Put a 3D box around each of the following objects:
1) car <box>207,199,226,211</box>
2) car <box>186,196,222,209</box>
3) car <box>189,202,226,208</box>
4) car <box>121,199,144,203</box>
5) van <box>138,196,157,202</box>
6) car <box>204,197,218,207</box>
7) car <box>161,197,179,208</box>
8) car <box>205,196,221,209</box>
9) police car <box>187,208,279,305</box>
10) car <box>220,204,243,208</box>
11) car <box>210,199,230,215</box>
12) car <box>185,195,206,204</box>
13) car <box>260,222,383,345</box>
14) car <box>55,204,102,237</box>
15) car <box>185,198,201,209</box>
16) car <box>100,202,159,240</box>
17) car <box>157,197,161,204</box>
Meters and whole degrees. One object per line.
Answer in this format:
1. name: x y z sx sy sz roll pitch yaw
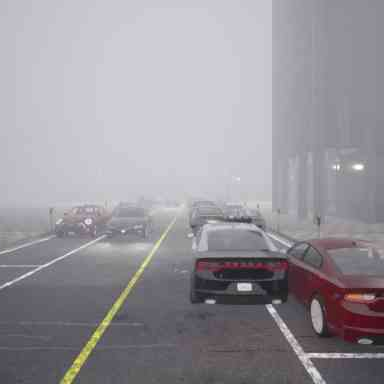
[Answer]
1. car: 2.883 1.530 40.293 2.008 1.369 4.403 0 0 0
2. car: 0.821 1.344 24.161 2.097 1.767 4.553 0 0 0
3. car: 0.891 1.501 18.190 1.837 1.490 4.892 0 0 0
4. car: -5.677 1.555 29.037 1.947 1.339 4.313 0 0 0
5. van: -5.643 1.321 40.318 1.690 1.788 3.998 0 0 0
6. car: 2.918 1.519 51.575 2.008 1.369 4.403 0 0 0
7. car: -2.852 1.462 48.612 2.128 1.511 4.902 0 0 0
8. car: 2.900 1.414 45.934 1.967 1.590 4.097 0 0 0
9. police car: 0.911 1.426 8.300 1.930 1.638 5.238 0 0 0
10. car: 2.813 1.546 17.730 2.008 1.369 4.403 0 0 0
11. car: 2.866 1.510 34.822 1.752 1.417 4.829 0 0 0
12. car: 0.762 1.442 64.739 1.882 1.535 5.008 0 0 32
13. car: 2.778 1.544 6.449 1.887 1.381 4.507 0 0 0
14. car: -5.713 1.435 17.754 1.967 1.590 4.097 0 0 0
15. car: 0.169 1.521 45.849 2.033 1.411 5.357 0 0 1
16. car: -3.049 1.500 17.234 1.837 1.490 4.892 0 0 0
17. car: -5.590 1.512 57.241 2.008 1.369 4.403 0 0 0
